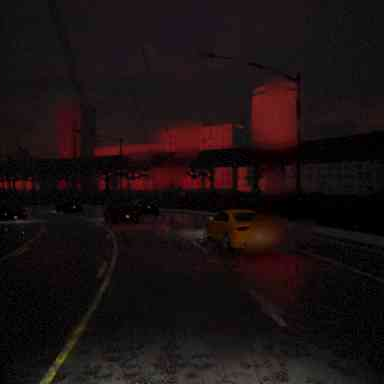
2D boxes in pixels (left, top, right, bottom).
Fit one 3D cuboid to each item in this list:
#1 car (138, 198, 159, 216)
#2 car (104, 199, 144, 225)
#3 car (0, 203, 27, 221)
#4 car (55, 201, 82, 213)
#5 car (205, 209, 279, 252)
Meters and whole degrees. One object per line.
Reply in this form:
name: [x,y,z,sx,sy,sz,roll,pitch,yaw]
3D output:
car: [-4.852,1.384,31.554,2.097,1.767,4.553,-1,0,-29]
car: [-5.402,1.529,25.076,1.882,1.535,5.008,0,0,-24]
car: [-16.017,1.732,29.593,2.033,1.411,5.357,-1,0,-34]
car: [-14.651,1.704,39.303,1.994,1.385,4.181,-1,0,-41]
car: [1.908,1.473,14.122,1.882,1.535,5.008,0,0,-11]
